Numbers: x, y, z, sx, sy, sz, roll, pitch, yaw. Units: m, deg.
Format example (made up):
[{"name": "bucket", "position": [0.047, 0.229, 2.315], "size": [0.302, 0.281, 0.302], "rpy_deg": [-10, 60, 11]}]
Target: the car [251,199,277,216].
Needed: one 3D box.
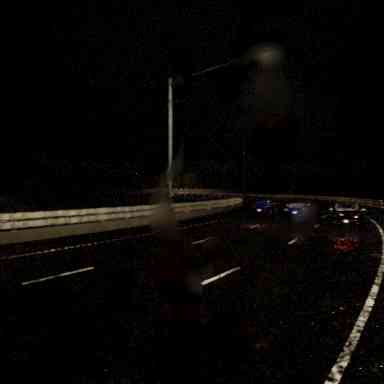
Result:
[{"name": "car", "position": [6.816, 1.423, 31.514], "size": [1.812, 1.442, 4.674], "rpy_deg": [0, 0, 23]}]

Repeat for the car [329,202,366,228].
[{"name": "car", "position": [10.064, 1.447, 21.609], "size": [1.837, 1.490, 4.892], "rpy_deg": [1, 0, 26]}]

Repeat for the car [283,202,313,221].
[{"name": "car", "position": [8.530, 1.483, 26.652], "size": [1.994, 1.385, 4.181], "rpy_deg": [0, 0, 24]}]
